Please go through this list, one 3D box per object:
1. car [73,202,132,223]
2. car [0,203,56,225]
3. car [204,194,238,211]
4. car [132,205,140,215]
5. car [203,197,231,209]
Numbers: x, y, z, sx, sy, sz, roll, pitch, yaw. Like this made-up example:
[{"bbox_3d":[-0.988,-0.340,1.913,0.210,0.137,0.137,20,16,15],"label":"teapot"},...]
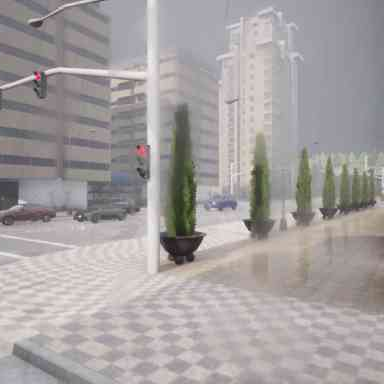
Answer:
[{"bbox_3d":[-7.122,1.619,26.100,1.994,1.385,4.181,0,0,35],"label":"car"},{"bbox_3d":[-12.391,1.581,24.582,1.812,1.442,4.674,0,0,34],"label":"car"},{"bbox_3d":[3.716,1.277,41.812,2.150,2.045,5.566,0,0,35],"label":"car"},{"bbox_3d":[-7.248,1.656,32.089,1.895,1.301,4.718,0,0,35],"label":"car"},{"bbox_3d":[3.625,1.560,47.820,1.837,1.490,4.892,0,0,35],"label":"car"}]
